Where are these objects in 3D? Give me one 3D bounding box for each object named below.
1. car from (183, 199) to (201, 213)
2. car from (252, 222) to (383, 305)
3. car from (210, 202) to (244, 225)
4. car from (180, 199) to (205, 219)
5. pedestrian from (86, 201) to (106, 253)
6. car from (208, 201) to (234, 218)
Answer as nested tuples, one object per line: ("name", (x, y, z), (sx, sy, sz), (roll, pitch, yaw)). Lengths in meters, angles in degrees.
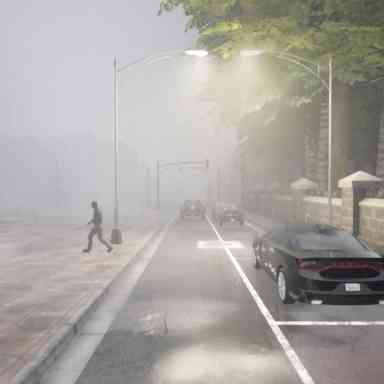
("car", (-0.001, 1.599, 38.688), (2.033, 1.411, 5.357), (0, -1, 0))
("car", (2.748, 1.477, 8.159), (1.882, 1.535, 5.008), (0, 0, 0))
("car", (2.617, 1.565, 23.716), (2.008, 1.369, 4.403), (-1, 0, 0))
("car", (0.058, 1.375, 29.254), (2.097, 1.767, 4.553), (0, 0, 0))
("pedestrian", (-3.215, 1.142, 11.144), (0.375, 1.860, 0.375), (-1, 1, 0))
("car", (2.643, 1.577, 30.851), (2.008, 1.369, 4.403), (-1, 0, 0))
